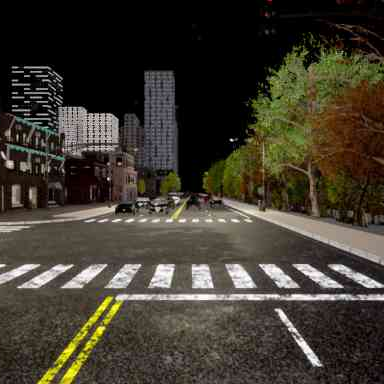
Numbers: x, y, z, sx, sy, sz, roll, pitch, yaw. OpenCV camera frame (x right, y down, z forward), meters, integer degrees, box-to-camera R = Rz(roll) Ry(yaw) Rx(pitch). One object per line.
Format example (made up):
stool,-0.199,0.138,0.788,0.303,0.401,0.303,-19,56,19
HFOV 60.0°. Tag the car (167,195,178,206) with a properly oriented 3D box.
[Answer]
car,-3.248,1.490,44.511,1.837,1.490,4.892,0,0,0

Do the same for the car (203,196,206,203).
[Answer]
car,3.450,1.450,70.958,1.882,1.535,5.008,0,0,0

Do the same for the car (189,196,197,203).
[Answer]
car,0.223,1.498,70.463,1.812,1.442,4.674,0,0,0

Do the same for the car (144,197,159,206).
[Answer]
car,-6.465,1.507,53.767,1.812,1.442,4.674,0,0,0

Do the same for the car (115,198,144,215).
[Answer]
car,-6.527,1.553,33.962,1.994,1.385,4.181,0,0,0

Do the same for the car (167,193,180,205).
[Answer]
car,-3.210,1.202,55.236,2.150,2.045,5.566,0,0,1

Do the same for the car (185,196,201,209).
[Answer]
car,0.186,1.489,44.504,1.837,1.490,4.892,0,0,0

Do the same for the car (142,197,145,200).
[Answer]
car,-6.505,1.477,43.923,2.128,1.511,4.902,0,0,0

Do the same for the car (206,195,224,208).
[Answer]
car,3.441,1.475,46.918,2.128,1.511,4.902,0,0,0

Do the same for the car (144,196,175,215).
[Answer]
car,-3.275,1.481,34.270,2.128,1.511,4.902,0,0,0
